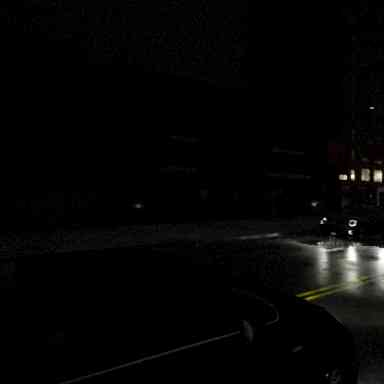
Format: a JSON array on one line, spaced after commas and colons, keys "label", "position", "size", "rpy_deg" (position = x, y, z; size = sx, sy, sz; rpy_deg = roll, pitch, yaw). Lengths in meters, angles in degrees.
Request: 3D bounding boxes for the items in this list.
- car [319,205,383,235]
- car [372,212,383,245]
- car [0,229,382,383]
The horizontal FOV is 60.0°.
[{"label": "car", "position": [8.937, 1.539, 18.019], "size": [4.553, 1.767, 2.097], "rpy_deg": [1, 0, -35]}, {"label": "car", "position": [10.327, 1.744, 15.017], "size": [4.181, 1.385, 1.994], "rpy_deg": [1, 0, -35]}, {"label": "car", "position": [-0.442, 1.366, 3.121], "size": [4.553, 1.767, 2.097], "rpy_deg": [1, 0, -35]}]
